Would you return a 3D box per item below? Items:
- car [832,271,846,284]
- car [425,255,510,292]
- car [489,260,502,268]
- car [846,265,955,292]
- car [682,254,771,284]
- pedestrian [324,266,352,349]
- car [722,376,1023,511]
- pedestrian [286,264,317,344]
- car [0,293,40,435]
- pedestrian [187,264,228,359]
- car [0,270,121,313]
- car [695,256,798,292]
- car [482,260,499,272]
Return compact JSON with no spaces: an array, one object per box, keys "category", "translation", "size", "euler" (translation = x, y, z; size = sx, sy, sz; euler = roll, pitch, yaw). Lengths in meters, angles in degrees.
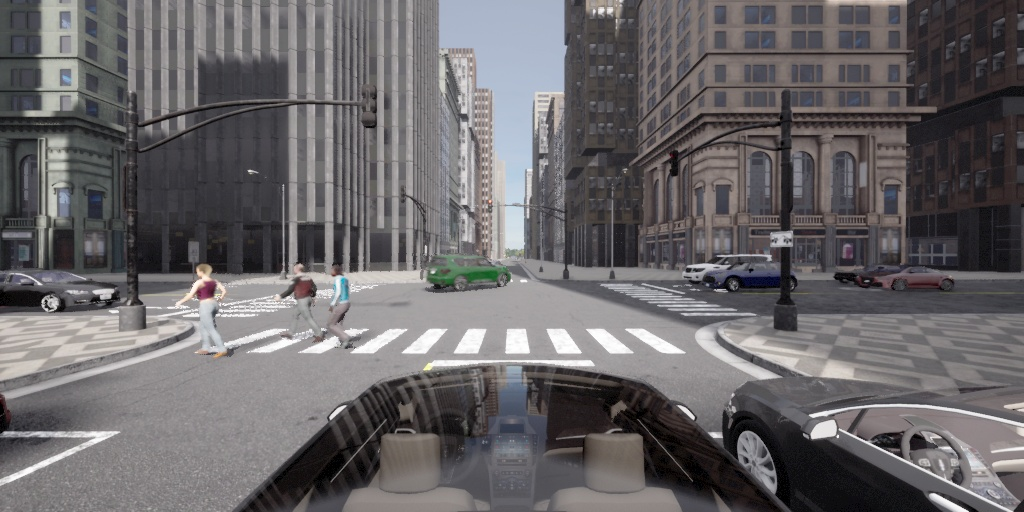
[{"category":"car","translation":[24.119,1.260,23.581],"size":[4.718,1.301,1.895],"euler":[0,0,0]},{"category":"car","translation":[-2.535,0.973,21.651],"size":[2.150,2.045,5.566],"euler":[2,1,43]},{"category":"car","translation":[-2.795,1.321,60.753],"size":[1.994,1.385,4.181],"euler":[0,0,1]},{"category":"car","translation":[22.136,1.242,20.342],"size":[4.181,1.385,1.994],"euler":[0,0,0]},{"category":"car","translation":[14.290,0.907,23.610],"size":[5.566,2.045,2.150],"euler":[0,0,0]},{"category":"pedestrian","translation":[-3.669,1.049,7.642],"size":[0.375,1.860,0.375],"euler":[0,0,0]},{"category":"car","translation":[2.762,1.300,1.550],"size":[2.007,1.370,4.403],"euler":[0,0,0]},{"category":"pedestrian","translation":[-4.839,1.052,8.244],"size":[0.375,1.860,0.375],"euler":[0,0,0]},{"category":"car","translation":[-5.764,1.190,1.565],"size":[1.967,1.591,4.097],"euler":[0,0,0]},{"category":"pedestrian","translation":[-5.979,1.043,7.046],"size":[0.375,1.860,0.375],"euler":[0,0,0]},{"category":"car","translation":[-18.012,1.308,13.736],"size":[4.902,1.511,2.128],"euler":[0,0,0]},{"category":"car","translation":[13.354,1.053,20.361],"size":[4.553,1.767,2.097],"euler":[0,0,0]},{"category":"car","translation":[-2.854,1.317,47.825],"size":[1.994,1.385,4.181],"euler":[0,0,1]}]
